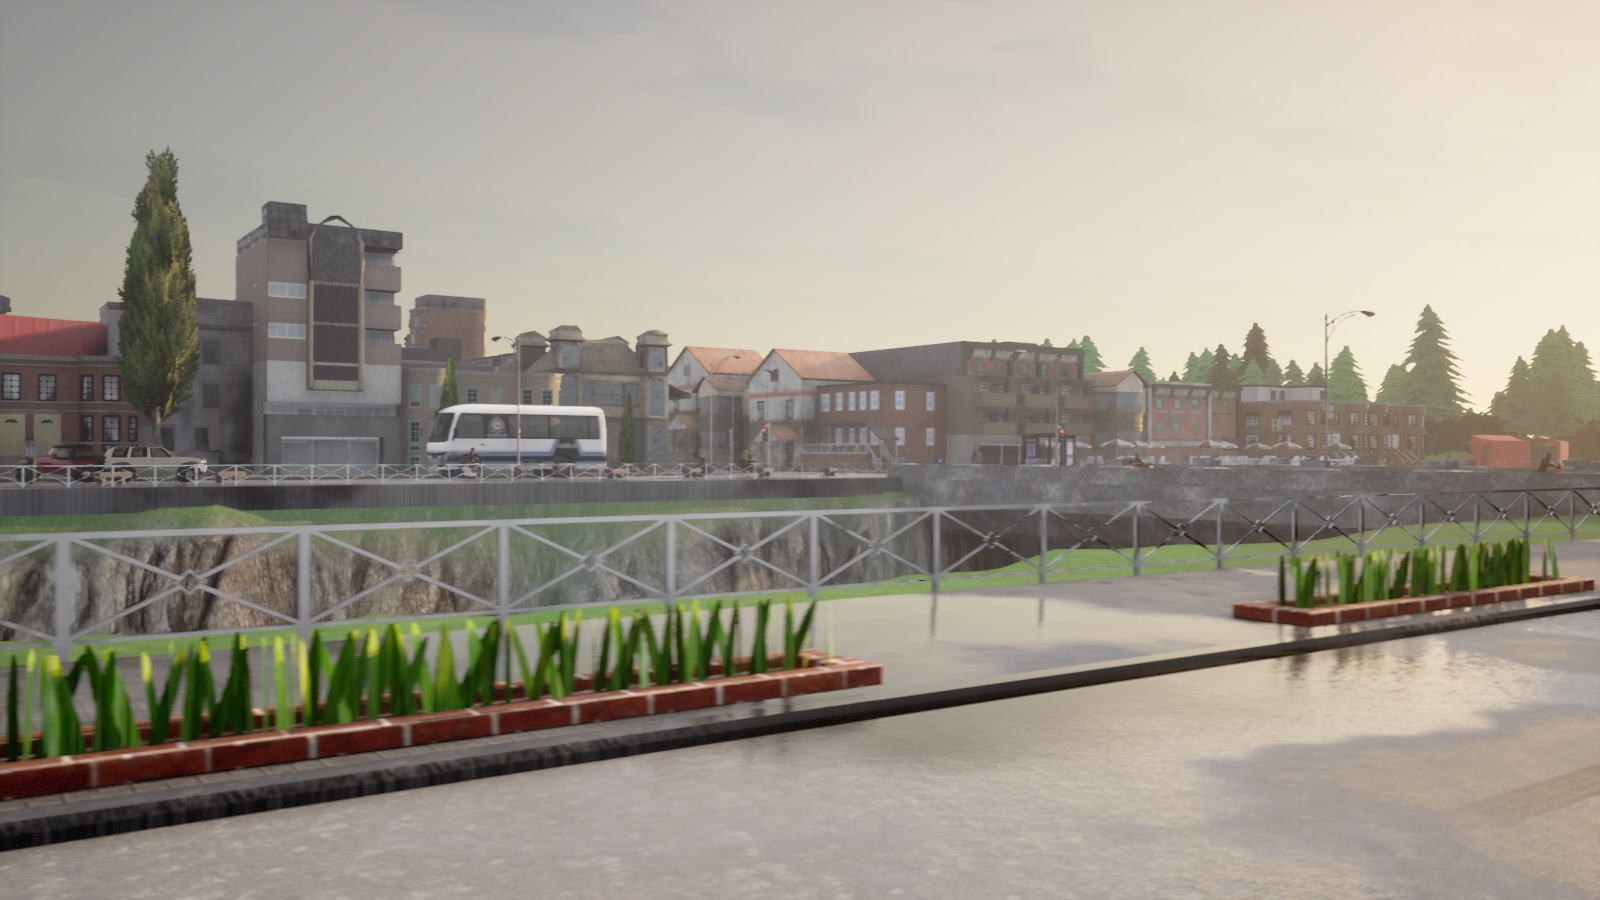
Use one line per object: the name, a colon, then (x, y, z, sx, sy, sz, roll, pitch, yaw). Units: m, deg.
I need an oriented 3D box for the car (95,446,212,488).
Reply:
car: (-30.095, 0.769, 58.513, 4.605, 1.855, 1.932, 0, 0, -35)

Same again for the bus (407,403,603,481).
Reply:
bus: (-16.934, -0.418, 72.557, 10.273, 4.253, 3.944, 0, 0, -35)

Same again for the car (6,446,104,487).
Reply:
car: (-35.403, 0.762, 59.690, 3.866, 1.878, 1.905, 0, 0, -35)
